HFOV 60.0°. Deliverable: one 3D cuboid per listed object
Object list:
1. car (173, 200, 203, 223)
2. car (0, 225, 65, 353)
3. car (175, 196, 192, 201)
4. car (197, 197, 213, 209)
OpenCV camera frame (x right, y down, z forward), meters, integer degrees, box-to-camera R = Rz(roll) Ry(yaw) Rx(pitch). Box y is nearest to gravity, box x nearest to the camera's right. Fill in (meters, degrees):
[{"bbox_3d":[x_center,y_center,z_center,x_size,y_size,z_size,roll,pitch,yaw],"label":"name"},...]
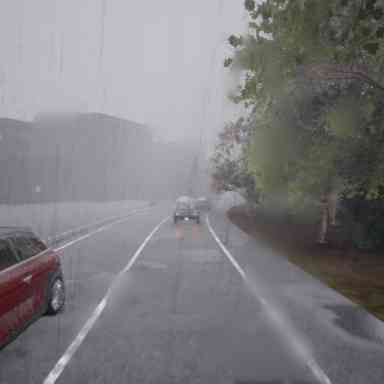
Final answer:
[{"bbox_3d":[-0.301,1.528,25.026,1.895,1.301,4.718,0,0,2],"label":"car"},{"bbox_3d":[-3.452,1.364,4.448,2.097,1.767,4.553,0,0,-1],"label":"car"},{"bbox_3d":[-1.118,1.281,46.860,1.812,1.442,4.674,1,0,12],"label":"car"},{"bbox_3d":[1.581,1.354,42.761,1.812,1.442,4.674,1,0,10],"label":"car"}]
